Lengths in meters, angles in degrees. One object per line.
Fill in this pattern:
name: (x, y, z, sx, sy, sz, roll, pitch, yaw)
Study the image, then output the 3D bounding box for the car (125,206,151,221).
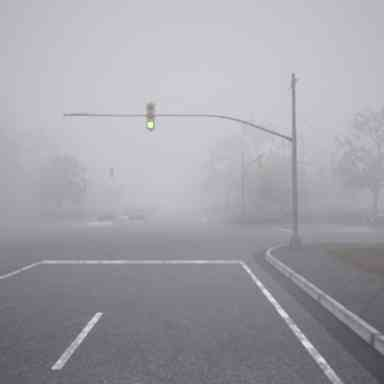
car: (-7.184, 3.044, 44.706, 2.033, 1.411, 5.357, 0, -2, 0)

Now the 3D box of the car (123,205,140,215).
car: (-10.693, 3.327, 57.516, 1.895, 1.301, 4.718, 0, 0, 0)

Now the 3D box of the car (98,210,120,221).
car: (-10.690, 3.051, 43.071, 1.895, 1.301, 4.718, 0, -2, 0)

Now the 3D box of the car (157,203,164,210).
car: (-7.149, 3.214, 73.432, 2.033, 1.411, 5.357, 0, 0, 0)

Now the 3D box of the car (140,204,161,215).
car: (-7.193, 3.275, 57.808, 2.033, 1.411, 5.357, 0, 0, 0)

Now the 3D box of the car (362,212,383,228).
car: (17.839, 2.456, 29.951, 4.674, 1.442, 1.812, 0, -2, -3)
